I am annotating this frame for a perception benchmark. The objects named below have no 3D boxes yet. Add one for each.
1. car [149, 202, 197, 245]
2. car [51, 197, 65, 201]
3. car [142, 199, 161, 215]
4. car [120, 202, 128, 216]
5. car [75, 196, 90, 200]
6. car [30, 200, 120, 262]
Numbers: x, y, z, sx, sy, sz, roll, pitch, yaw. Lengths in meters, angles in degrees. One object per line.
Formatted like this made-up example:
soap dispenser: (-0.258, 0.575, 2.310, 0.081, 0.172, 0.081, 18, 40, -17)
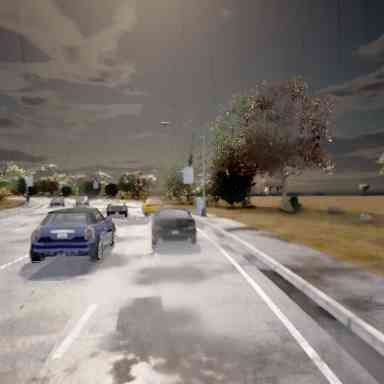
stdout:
car: (-0.919, 1.450, 15.615, 1.882, 1.535, 5.008, 0, 0, -6)
car: (-19.750, 1.488, 48.935, 1.994, 1.385, 4.181, 0, 0, -20)
car: (-3.939, 1.422, 33.311, 1.882, 1.535, 5.008, 0, 0, -13)
car: (-6.992, 1.553, 31.110, 1.895, 1.301, 4.718, 0, 0, -12)
car: (-16.610, 1.413, 50.583, 2.128, 1.511, 4.902, 0, 0, -20)
car: (-4.112, 1.337, 12.220, 2.097, 1.767, 4.553, 0, 0, -5)
